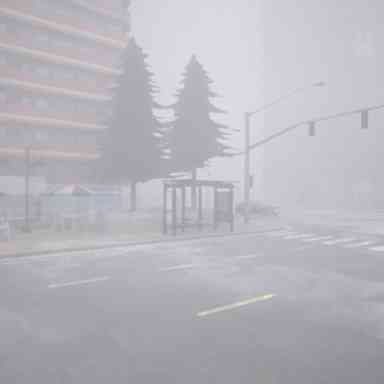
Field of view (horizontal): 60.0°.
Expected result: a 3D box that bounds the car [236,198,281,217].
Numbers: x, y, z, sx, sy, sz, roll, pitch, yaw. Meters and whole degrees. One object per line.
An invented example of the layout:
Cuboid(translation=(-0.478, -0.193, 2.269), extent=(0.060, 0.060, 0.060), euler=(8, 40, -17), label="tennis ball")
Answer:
Cuboid(translation=(6.450, 1.622, 32.693), extent=(2.128, 1.511, 4.902), euler=(0, 0, -35), label="car")
